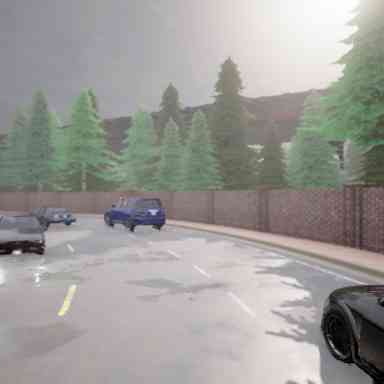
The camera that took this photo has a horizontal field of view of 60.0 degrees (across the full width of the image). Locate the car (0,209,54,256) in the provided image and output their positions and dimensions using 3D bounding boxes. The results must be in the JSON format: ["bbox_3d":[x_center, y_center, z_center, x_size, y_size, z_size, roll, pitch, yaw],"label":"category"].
[{"bbox_3d":[-6.977,1.647,13.421,2.033,1.411,5.357,0,0,-27],"label":"car"}]

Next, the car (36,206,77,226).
[{"bbox_3d":[-10.454,1.726,24.288,5.357,1.411,2.033,0,-1,43],"label":"car"}]

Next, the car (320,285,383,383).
[{"bbox_3d":[3.051,1.585,3.350,1.994,1.385,4.181,0,0,-5],"label":"car"}]

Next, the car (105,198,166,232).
[{"bbox_3d":[-3.791,1.375,21.666,2.150,2.045,5.566,1,-1,-35],"label":"car"}]
